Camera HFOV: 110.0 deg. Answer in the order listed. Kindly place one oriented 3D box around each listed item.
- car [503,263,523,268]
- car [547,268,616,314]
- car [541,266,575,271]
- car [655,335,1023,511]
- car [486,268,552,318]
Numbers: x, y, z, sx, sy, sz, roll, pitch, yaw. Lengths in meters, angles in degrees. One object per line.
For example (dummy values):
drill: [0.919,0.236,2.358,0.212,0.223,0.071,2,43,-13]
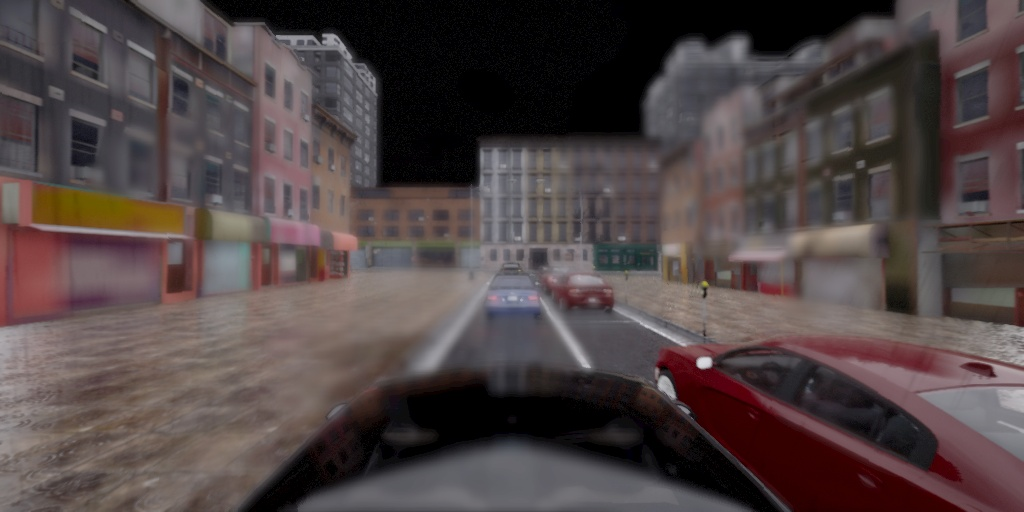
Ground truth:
car: [0.087,1.307,28.007,1.837,1.490,4.892,0,0,0]
car: [2.641,1.318,13.782,1.888,1.381,4.507,0,0,0]
car: [2.642,1.224,19.286,1.967,1.591,4.097,0,0,0]
car: [2.639,1.297,2.776,1.888,1.381,4.507,0,0,0]
car: [0.085,1.318,12.969,2.033,1.411,5.357,0,0,0]
